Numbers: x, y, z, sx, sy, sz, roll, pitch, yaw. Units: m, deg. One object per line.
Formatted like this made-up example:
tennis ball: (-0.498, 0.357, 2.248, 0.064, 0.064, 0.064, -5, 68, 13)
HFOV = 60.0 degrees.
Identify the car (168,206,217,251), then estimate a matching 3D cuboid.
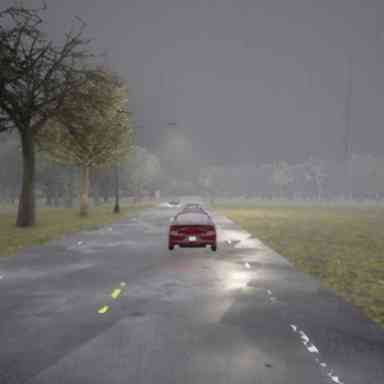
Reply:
car: (0.030, 1.558, 14.437, 1.882, 1.535, 5.008, 0, -1, 0)

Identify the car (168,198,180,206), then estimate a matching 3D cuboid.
car: (-3.361, 1.874, 63.863, 1.837, 1.490, 4.892, 0, 0, 0)

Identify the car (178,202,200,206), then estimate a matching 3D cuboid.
car: (0.063, 1.730, 28.952, 2.033, 1.411, 5.357, 0, 0, 0)
